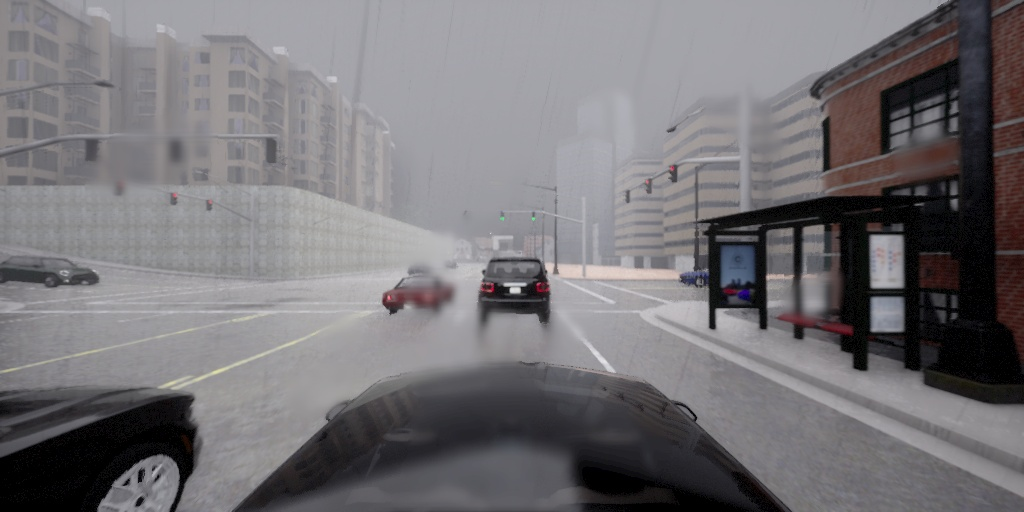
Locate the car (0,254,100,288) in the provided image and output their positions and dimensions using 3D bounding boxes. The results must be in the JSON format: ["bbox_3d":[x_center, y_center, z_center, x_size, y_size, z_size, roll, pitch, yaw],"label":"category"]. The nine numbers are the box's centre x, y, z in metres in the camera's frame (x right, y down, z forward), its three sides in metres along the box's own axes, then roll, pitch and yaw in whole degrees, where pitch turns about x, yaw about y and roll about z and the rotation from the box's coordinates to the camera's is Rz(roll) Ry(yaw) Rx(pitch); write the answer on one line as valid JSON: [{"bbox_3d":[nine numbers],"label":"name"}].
[{"bbox_3d":[-27.939,0.852,21.673,4.553,1.767,2.097,5,0,0],"label":"car"}]

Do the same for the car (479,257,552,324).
[{"bbox_3d":[0.094,1.044,12.475,2.150,2.045,5.566,0,0,0],"label":"car"}]

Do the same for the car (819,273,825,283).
[{"bbox_3d":[24.728,1.400,25.540,4.902,1.511,2.128,0,0,0],"label":"car"}]

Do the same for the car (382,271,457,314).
[{"bbox_3d":[-3.405,1.434,14.163,1.895,1.301,4.718,0,0,0],"label":"car"}]

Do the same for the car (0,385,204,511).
[{"bbox_3d":[-3.406,1.222,0.792,1.882,1.535,5.008,0,0,0],"label":"car"}]

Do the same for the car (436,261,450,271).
[{"bbox_3d":[-10.581,1.608,51.606,1.812,1.442,4.674,0,0,0],"label":"car"}]

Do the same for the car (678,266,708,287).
[{"bbox_3d":[14.479,1.386,25.509,5.008,1.535,1.882,0,0,0],"label":"car"}]

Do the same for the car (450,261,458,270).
[{"bbox_3d":[-10.533,1.654,61.632,1.837,1.490,4.892,0,0,0],"label":"car"}]

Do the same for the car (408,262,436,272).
[{"bbox_3d":[-10.593,1.580,41.627,1.994,1.385,4.181,0,0,0],"label":"car"}]
